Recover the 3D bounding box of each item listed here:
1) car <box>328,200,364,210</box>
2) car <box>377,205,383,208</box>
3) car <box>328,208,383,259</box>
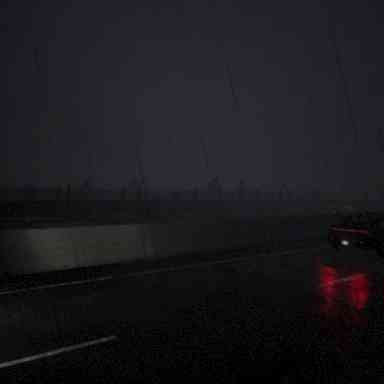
[{"bbox_3d":[17.033,1.676,36.772,5.008,1.535,1.882,0,0,-34],"label":"car"},{"bbox_3d":[21.798,1.775,35.785,5.357,1.411,2.033,0,0,-34],"label":"car"},{"bbox_3d":[7.337,1.569,12.961,4.902,1.511,2.128,0,0,-34],"label":"car"}]
